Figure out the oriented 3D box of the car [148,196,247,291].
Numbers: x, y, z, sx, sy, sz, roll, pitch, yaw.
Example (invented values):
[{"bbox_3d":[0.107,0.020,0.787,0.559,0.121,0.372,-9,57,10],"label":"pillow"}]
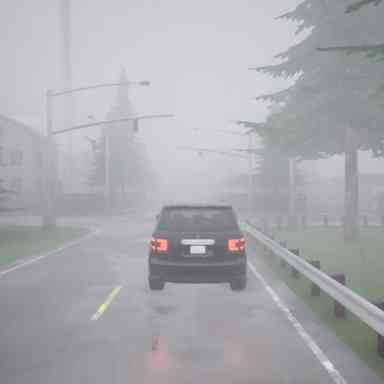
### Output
[{"bbox_3d":[0.130,1.221,9.180,2.150,2.045,5.566,0,0,0],"label":"car"}]
